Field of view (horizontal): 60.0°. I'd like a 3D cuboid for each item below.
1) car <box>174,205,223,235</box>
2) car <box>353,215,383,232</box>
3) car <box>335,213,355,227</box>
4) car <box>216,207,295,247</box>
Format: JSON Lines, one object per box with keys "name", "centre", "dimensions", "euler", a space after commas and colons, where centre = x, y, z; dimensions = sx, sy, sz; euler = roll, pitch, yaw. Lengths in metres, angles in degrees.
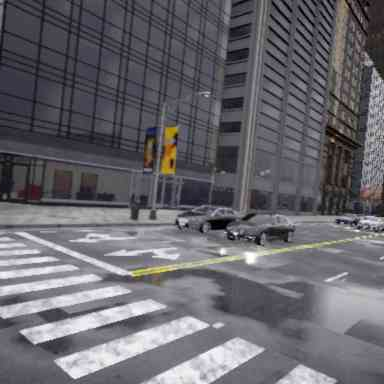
{"name": "car", "centre": [1.102, 1.517, 18.940], "dimensions": [2.128, 1.511, 4.902], "euler": [6, 0, 41]}
{"name": "car", "centre": [18.588, 3.268, 34.339], "dimensions": [1.812, 1.442, 4.674], "euler": [6, 0, 41]}
{"name": "car", "centre": [18.640, 3.274, 39.338], "dimensions": [2.033, 1.411, 5.357], "euler": [6, 0, 41]}
{"name": "car", "centre": [3.563, 1.791, 16.837], "dimensions": [1.837, 1.490, 4.892], "euler": [6, 0, 41]}
